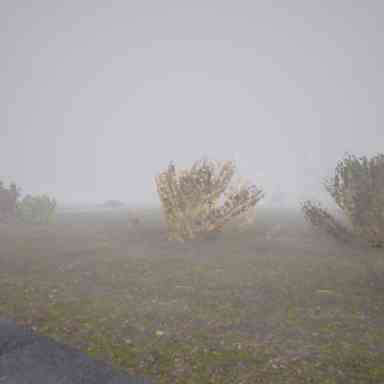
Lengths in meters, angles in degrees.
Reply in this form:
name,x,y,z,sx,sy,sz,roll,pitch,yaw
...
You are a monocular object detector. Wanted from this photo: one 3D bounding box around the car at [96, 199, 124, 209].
name,x,y,z,sx,sy,sz,roll,pitch,yaw
car,-13.116,1.925,53.396,1.837,1.490,4.892,-1,-1,36
